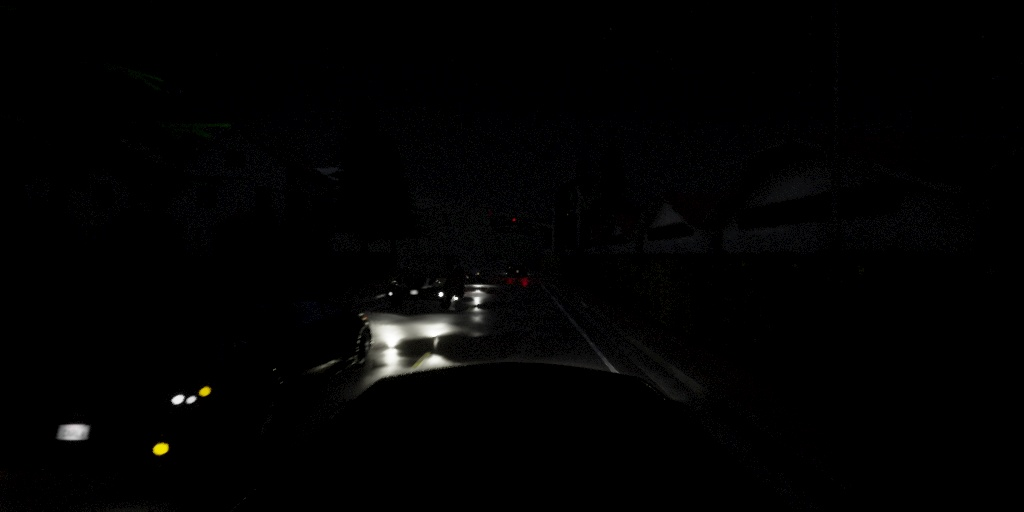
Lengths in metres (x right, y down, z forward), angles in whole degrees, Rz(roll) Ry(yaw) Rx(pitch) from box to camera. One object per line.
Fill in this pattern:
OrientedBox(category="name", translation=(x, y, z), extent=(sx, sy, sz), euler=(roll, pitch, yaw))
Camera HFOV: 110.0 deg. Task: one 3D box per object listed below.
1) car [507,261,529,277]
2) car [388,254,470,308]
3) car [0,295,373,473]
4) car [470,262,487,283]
OrientedBox(category="car", translation=(0.550, 1.193, 35.123), extent=(1.812, 1.442, 4.674), euler=(2, 0, 1))
OrientedBox(category="car", translation=(-3.381, 0.917, 15.345), extent=(2.150, 2.045, 5.566), euler=(1, 0, 1))
OrientedBox(category="car", translation=(-3.570, 1.264, 4.940), extent=(1.994, 1.385, 4.181), euler=(1, 0, 1))
OrientedBox(category="car", translation=(-3.094, 1.222, 27.591), extent=(1.812, 1.442, 4.674), euler=(1, 0, 1))
